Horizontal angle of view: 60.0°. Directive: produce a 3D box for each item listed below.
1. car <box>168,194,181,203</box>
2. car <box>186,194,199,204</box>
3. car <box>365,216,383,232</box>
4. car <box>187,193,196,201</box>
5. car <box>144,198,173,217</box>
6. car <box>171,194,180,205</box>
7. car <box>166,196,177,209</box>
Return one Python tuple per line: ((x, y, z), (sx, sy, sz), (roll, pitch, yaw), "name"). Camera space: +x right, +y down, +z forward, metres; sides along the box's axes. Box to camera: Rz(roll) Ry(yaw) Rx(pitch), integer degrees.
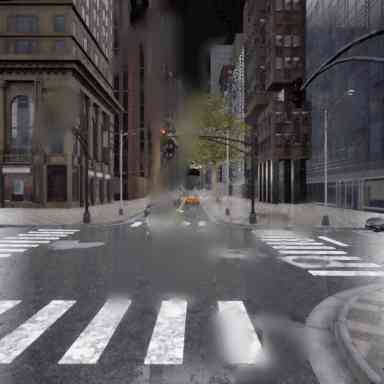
((-3.107, 1.192, 59.835), (2.128, 1.511, 4.902), (0, 1, 1), "car")
((0.038, 1.078, 57.077), (2.097, 1.767, 4.553), (0, 1, 0), "car")
((11.910, 1.631, 18.363), (4.403, 1.369, 2.008), (0, 0, 0), "car")
((-0.028, 1.063, 70.686), (1.882, 1.535, 5.008), (0, 1, 0), "car")
((-3.128, 1.490, 30.310), (1.994, 1.385, 4.181), (0, 0, 0), "car")
((-3.143, 1.393, 49.439), (1.895, 1.301, 4.718), (0, 0, 0), "car")
((-3.136, 1.470, 39.103), (1.895, 1.301, 4.718), (0, 0, 0), "car")
